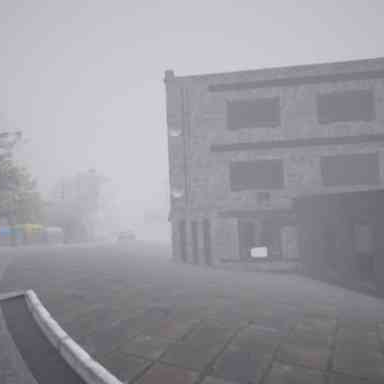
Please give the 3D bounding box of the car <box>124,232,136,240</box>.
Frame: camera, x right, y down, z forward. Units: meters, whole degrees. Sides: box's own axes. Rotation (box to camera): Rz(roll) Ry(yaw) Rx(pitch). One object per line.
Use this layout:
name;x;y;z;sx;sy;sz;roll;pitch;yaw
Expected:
car;-10.925;7.723;58.755;1.895;1.301;4.718;-2;-6;-13

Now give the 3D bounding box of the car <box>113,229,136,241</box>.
car;-9.115;6.053;46.291;2.128;1.511;4.902;-2;-7;-3

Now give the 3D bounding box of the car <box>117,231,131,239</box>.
car;-14.052;8.792;68.750;1.994;1.385;4.181;-1;-5;-25

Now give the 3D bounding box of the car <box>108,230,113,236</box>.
car;-18.170;9.459;77.654;1.882;1.535;5.008;-1;-4;-27
